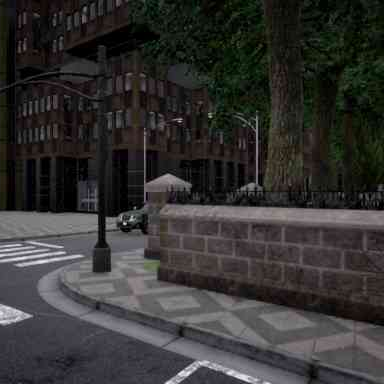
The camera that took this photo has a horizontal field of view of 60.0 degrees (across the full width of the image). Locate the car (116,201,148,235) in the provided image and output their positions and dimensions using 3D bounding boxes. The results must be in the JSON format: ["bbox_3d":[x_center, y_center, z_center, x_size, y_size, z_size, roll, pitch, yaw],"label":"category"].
[{"bbox_3d":[-2.395,1.583,22.018,2.150,2.045,5.566,0,-1,35],"label":"car"}]
